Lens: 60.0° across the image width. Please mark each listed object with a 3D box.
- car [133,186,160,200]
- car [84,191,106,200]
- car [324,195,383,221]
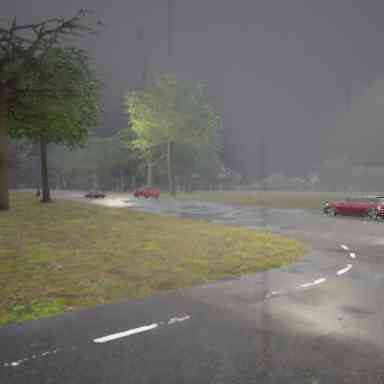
[{"bbox_3d":[-7.047,0.043,51.499,2.150,2.045,5.566,-1,2,-35],"label":"car"},{"bbox_3d":[-14.560,0.469,49.965,1.895,1.301,4.718,-1,2,-36],"label":"car"},{"bbox_3d":[12.125,1.038,24.517,2.097,1.767,4.553,-1,2,-35],"label":"car"}]
